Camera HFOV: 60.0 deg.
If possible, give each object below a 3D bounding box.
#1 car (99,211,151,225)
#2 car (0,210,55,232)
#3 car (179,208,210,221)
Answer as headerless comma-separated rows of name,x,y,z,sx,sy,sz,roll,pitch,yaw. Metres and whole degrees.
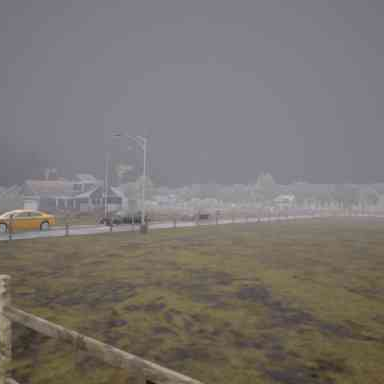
car,-6.345,2.516,32.365,2.033,1.411,5.357,0,-2,35
car,-12.345,2.030,23.811,1.882,1.535,5.008,0,-2,34
car,0.392,2.797,41.859,2.097,1.767,4.553,0,-2,36
